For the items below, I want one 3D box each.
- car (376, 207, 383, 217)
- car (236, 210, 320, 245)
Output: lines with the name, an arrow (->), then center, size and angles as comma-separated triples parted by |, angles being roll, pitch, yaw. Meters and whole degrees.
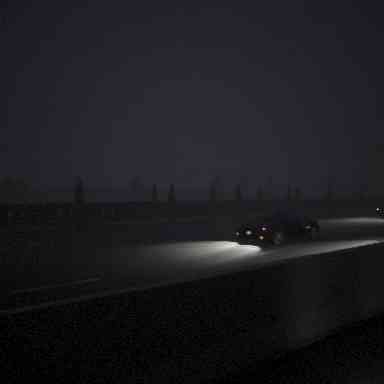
car -> 18.671, 1.606, 30.192 | 4.718, 1.301, 1.895 | 0, 0, -35
car -> 4.065, 1.566, 15.487 | 4.181, 1.385, 1.994 | 0, 0, -35
